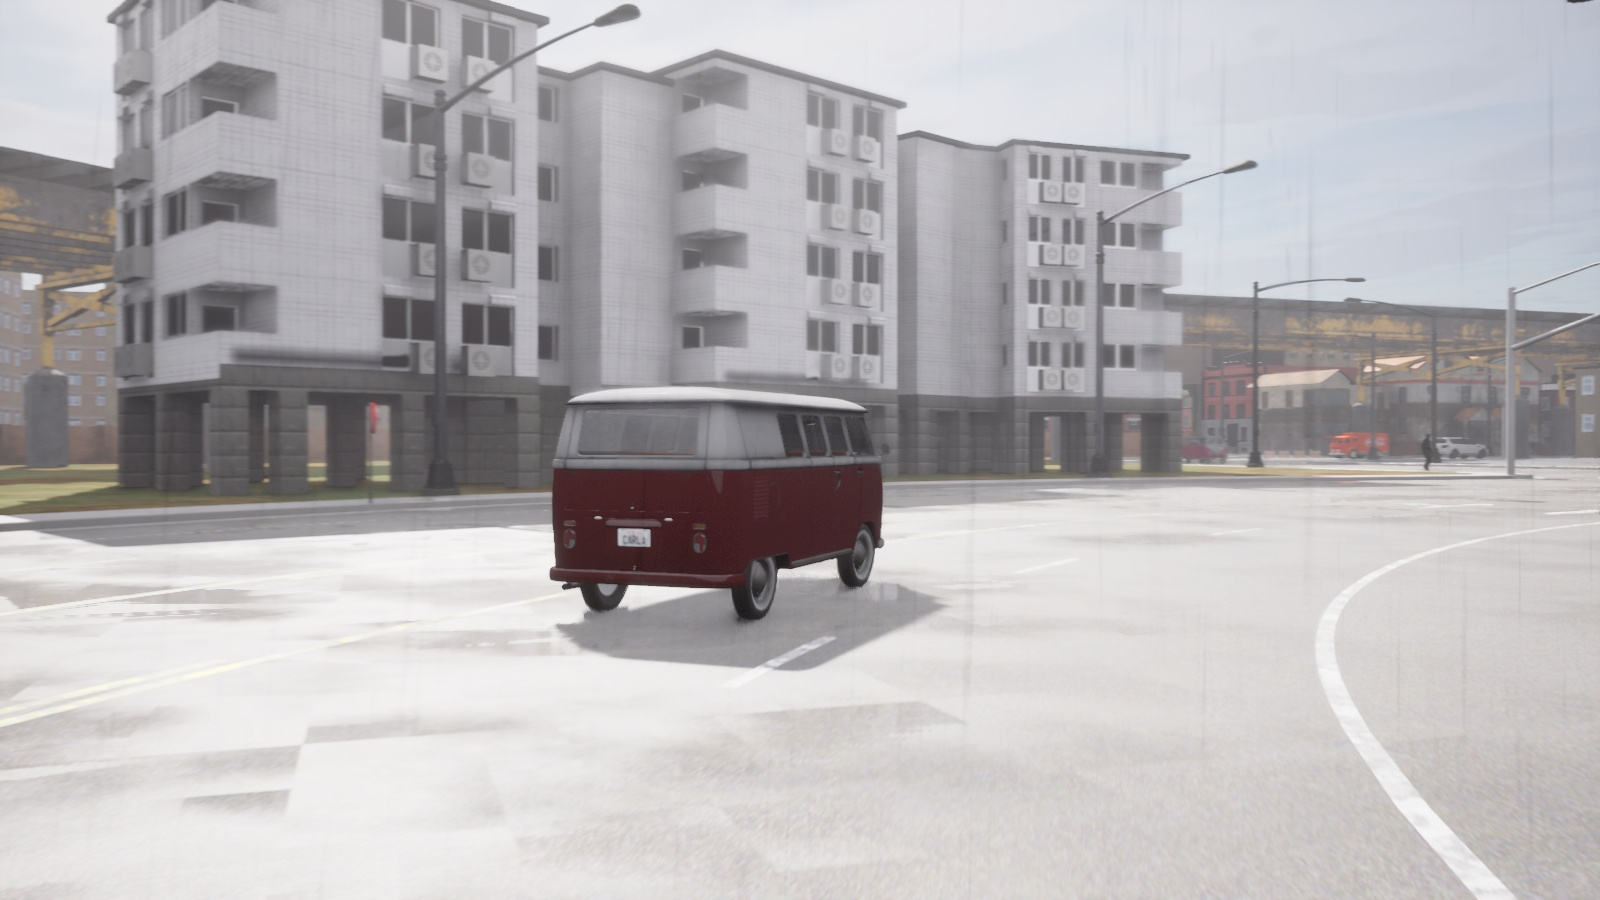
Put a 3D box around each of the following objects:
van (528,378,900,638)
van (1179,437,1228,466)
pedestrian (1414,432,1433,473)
[{"bbox_3d":[-0.569,0.430,11.994,1.775,1.987,4.442,0,0,22],"label":"van"},{"bbox_3d":[28.263,0.062,88.145,1.775,1.987,4.442,0,0,-4],"label":"van"},{"bbox_3d":[29.925,0.126,60.280,0.395,1.930,0.692,0,0,-21],"label":"pedestrian"}]
